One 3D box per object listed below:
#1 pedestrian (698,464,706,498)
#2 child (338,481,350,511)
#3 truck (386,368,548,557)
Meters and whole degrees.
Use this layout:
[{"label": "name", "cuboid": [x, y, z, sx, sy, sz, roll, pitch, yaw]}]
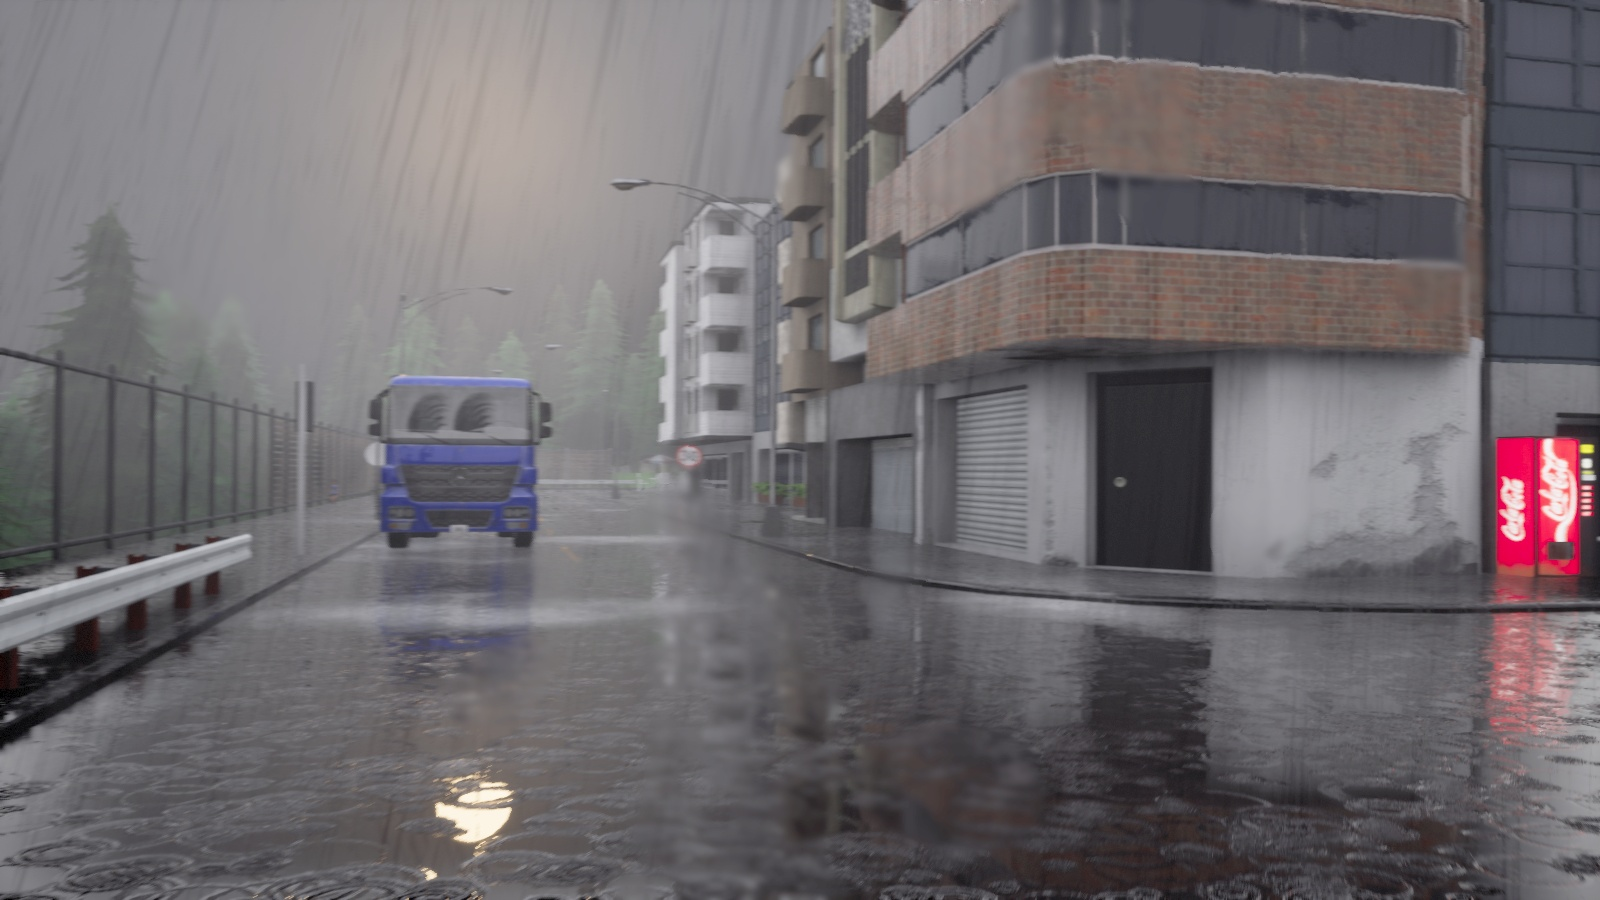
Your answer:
[{"label": "pedestrian", "cuboid": [-5.406, 1.715, 69.215, 0.370, 1.835, 0.726, 0, -1, -13]}, {"label": "child", "cuboid": [-17.159, 1.726, 47.225, 0.255, 1.110, 0.394, 0, -1, 10]}, {"label": "truck", "cuboid": [-7.053, 0.301, 27.169, 2.891, 3.462, 7.936, 0, -1, -13]}]
